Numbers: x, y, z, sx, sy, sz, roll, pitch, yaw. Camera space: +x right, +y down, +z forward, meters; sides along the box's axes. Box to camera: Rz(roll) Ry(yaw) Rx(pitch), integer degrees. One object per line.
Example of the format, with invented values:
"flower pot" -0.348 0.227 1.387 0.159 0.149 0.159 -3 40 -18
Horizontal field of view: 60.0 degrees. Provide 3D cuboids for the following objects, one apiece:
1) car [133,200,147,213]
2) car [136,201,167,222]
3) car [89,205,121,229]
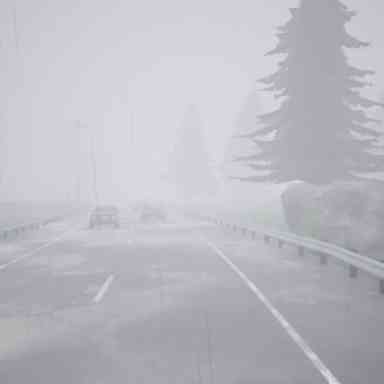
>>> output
"car" -5.825 1.593 38.421 1.812 1.442 4.674 0 0 -14
"car" -3.268 1.646 27.183 1.895 1.301 4.718 0 0 -12
"car" -5.796 1.595 22.356 2.033 1.411 5.357 0 0 -11
